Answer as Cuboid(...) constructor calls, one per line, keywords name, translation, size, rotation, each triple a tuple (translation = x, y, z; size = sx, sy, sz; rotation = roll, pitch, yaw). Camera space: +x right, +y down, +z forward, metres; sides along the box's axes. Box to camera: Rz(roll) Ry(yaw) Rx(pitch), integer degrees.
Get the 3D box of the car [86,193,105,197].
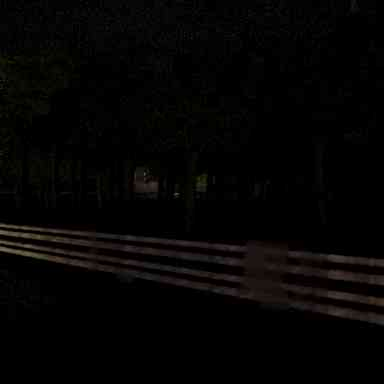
Cuboid(name="car", translation=(-20.753, 0.450, 70.345), size=(4.792, 1.488, 2.163), rotation=(0, 0, 6))
